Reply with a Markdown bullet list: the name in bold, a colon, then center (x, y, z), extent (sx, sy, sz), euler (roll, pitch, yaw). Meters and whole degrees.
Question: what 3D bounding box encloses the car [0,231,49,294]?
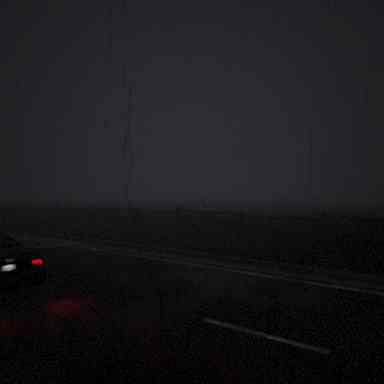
- **car**: center (-5.658, 1.547, 8.025), extent (5.357, 1.411, 2.033), euler (0, 0, 35)
